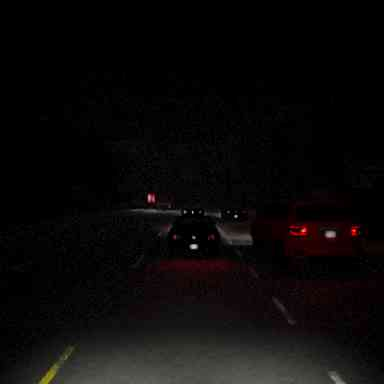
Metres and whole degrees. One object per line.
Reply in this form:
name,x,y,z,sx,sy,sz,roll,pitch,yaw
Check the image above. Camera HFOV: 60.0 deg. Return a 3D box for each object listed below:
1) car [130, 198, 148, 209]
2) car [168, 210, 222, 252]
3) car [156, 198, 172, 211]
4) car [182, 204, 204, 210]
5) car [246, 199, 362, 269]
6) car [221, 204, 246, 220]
car,-7.616,1.651,47.225,1.812,1.442,4.674,1,0,-19
car,0.080,1.638,13.964,1.895,1.301,4.718,0,0,0
car,-3.698,1.594,44.003,1.882,1.535,5.008,1,0,-4
car,0.078,1.678,29.154,1.895,1.301,4.718,0,0,0
car,3.592,1.249,11.530,2.150,2.045,5.566,0,-1,-2
car,3.577,1.678,29.155,1.895,1.301,4.718,0,0,0
